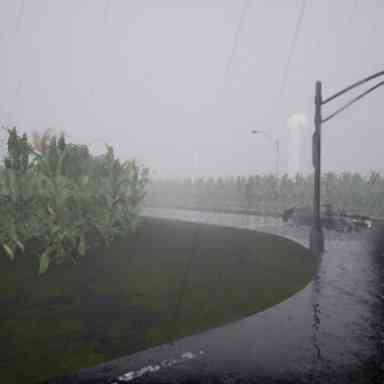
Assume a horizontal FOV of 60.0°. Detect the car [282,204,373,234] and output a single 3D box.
[{"bbox_3d":[7.364,1.417,18.582,2.128,1.511,4.902,2,-1,-39],"label":"car"}]
